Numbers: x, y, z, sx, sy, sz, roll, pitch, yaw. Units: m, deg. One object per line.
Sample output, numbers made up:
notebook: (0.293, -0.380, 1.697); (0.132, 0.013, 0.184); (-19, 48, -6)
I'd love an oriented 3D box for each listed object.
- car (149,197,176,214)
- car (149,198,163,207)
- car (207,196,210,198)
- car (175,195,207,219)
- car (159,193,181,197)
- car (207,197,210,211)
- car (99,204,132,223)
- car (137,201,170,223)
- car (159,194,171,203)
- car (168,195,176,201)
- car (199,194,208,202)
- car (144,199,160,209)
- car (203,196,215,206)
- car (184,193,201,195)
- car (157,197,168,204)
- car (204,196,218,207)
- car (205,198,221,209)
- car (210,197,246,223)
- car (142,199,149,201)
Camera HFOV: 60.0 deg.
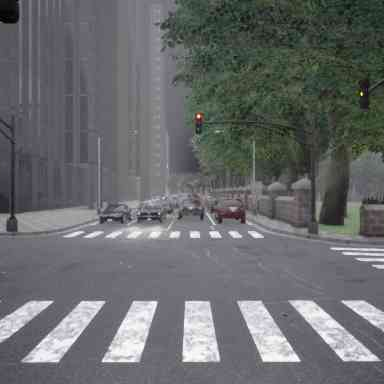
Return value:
car: (-3.001, 1.569, 35.518); (2.033, 1.411, 5.357); (0, 0, 1)
car: (-5.624, 1.623, 52.546); (1.802, 1.307, 4.206); (0, 0, 0)
car: (2.872, 1.580, 41.616); (2.008, 1.369, 4.403); (0, 0, 0)
car: (-0.001, 1.366, 29.242); (2.097, 1.767, 4.553); (0, 0, 2)
car: (-2.968, 1.386, 45.793); (2.097, 1.767, 4.553); (0, 0, 0)
car: (2.858, 1.589, 36.160); (1.947, 1.339, 4.313); (0, 0, 0)
car: (-5.696, 1.577, 25.261); (1.947, 1.339, 4.313); (0, 0, 0)
car: (-3.032, 1.612, 25.700); (1.895, 1.301, 4.718); (0, 0, 0)
car: (-5.581, 1.376, 68.917); (2.192, 1.841, 5.009); (0, 0, 0)
car: (-5.524, 1.535, 90.745); (1.967, 1.590, 4.097); (0, 0, 0)
car: (2.587, 1.425, 75.874); (2.097, 1.767, 4.553); (0, 0, 0)
car: (-5.639, 1.617, 47.089); (1.802, 1.307, 4.206); (0, 0, 0)
car: (2.915, 1.488, 57.986); (1.967, 1.590, 4.097); (0, 0, 0)
car: (0.197, 1.268, 55.501); (2.150, 2.045, 5.566); (0, 0, 1)
car: (-5.596, 1.636, 63.460); (1.802, 1.307, 4.206); (0, 0, 0)
car: (2.901, 1.481, 52.530); (1.967, 1.590, 4.097); (0, 0, 0)
car: (2.886, 1.586, 47.073); (2.008, 1.369, 4.403); (0, 0, 0)
car: (2.829, 1.326, 25.248); (2.192, 1.841, 5.009); (0, 0, 0)
car: (-5.653, 1.580, 41.631); (2.008, 1.369, 4.403); (0, 0, 0)
